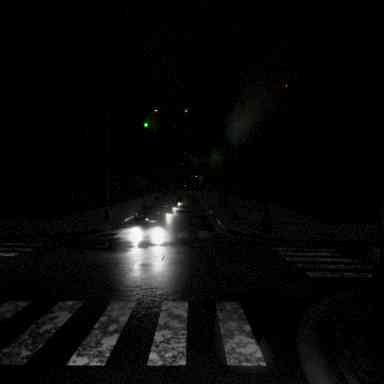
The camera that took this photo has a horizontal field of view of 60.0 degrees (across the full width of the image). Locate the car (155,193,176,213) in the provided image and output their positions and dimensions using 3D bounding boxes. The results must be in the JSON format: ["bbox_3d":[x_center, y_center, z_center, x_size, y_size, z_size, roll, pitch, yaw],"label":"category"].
[{"bbox_3d":[-2.905,1.185,32.999,1.837,1.490,4.892,0,1,0],"label":"car"}]

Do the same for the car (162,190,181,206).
[{"bbox_3d":[-2.914,0.734,42.853,2.150,2.045,5.566,0,1,0],"label":"car"}]

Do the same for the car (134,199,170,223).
[{"bbox_3d":[-2.890,1.427,23.629,1.895,1.301,4.718,0,1,0],"label":"car"}]

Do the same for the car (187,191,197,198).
[{"bbox_3d":[-0.011,0.431,68.185,1.882,1.535,5.008,0,1,0],"label":"car"}]

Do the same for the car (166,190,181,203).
[{"bbox_3d":[-2.892,0.670,52.706,2.097,1.767,4.553,0,1,0],"label":"car"}]
